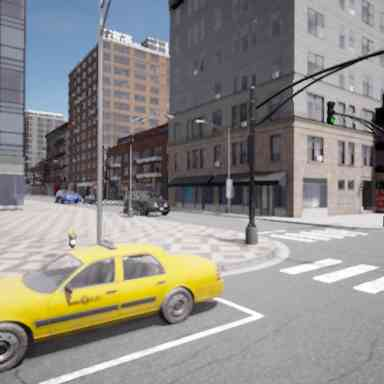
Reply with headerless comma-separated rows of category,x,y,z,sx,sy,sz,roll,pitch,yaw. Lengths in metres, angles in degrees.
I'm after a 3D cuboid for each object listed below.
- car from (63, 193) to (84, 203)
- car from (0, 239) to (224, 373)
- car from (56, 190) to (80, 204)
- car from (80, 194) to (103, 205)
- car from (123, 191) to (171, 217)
car,-20.181,0.993,56.555,2.033,1.411,5.357,0,0,-35
car,-1.661,1.519,5.574,4.829,1.417,1.752,0,1,-36
car,-18.315,0.719,48.720,2.150,2.045,5.566,1,0,-35
car,-14.409,1.062,48.507,1.812,1.442,4.674,0,0,-35
car,-3.987,0.943,28.374,2.150,2.045,5.566,0,0,-35
